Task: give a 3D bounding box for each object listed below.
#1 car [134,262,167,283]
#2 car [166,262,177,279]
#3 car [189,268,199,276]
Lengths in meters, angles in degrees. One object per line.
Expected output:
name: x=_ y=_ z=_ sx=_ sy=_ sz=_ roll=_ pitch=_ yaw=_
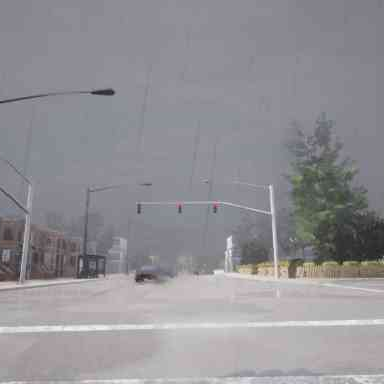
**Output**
car: x=-3.494 y=6.790 z=27.655 sx=2.033 sy=1.411 sz=5.357 roll=-1 pitch=-13 yaw=0
car: x=-3.421 y=9.597 z=41.016 sx=2.150 sy=2.045 sz=5.566 roll=-1 pitch=-14 yaw=0
car: x=0.375 y=14.644 z=61.314 sx=2.033 sy=1.411 sz=5.357 roll=-1 pitch=-13 yaw=0
